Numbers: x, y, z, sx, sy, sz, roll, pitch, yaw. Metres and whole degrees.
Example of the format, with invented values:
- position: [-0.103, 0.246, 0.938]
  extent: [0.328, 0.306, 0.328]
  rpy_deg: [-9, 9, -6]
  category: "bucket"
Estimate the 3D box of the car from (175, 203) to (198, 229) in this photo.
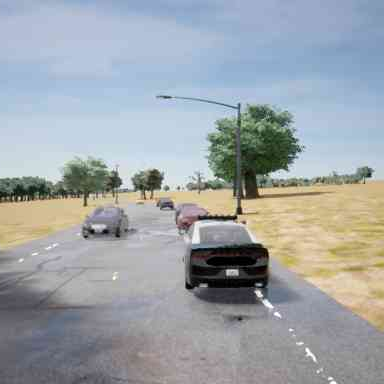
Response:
- position: [0.098, 1.579, 19.308]
  extent: [1.812, 1.442, 4.674]
  rpy_deg: [0, 0, -4]
  category: "car"

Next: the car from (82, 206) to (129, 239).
- position: [-4.495, 1.539, 17.843]
  extent: [2.128, 1.511, 4.902]
  rpy_deg: [0, 0, -4]
  category: "car"

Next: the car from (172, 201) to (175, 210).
- position: [-0.363, 1.577, 25.325]
  extent: [1.837, 1.490, 4.892]
  rpy_deg: [0, 0, -5]
  category: "car"

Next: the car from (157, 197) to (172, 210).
- position: [-3.536, 1.705, 46.160]
  extent: [1.837, 1.490, 4.892]
  rpy_deg: [0, -1, -7]
  category: "car"

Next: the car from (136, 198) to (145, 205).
- position: [-11.544, 2.137, 73.970]
  extent: [1.882, 1.535, 5.008]
  rpy_deg: [0, -1, -11]
  category: "car"

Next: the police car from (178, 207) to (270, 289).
- position: [0.695, 1.447, 9.378]
  extent: [1.930, 1.638, 5.238]
  rpy_deg: [0, 0, -3]
  category: "police car"
